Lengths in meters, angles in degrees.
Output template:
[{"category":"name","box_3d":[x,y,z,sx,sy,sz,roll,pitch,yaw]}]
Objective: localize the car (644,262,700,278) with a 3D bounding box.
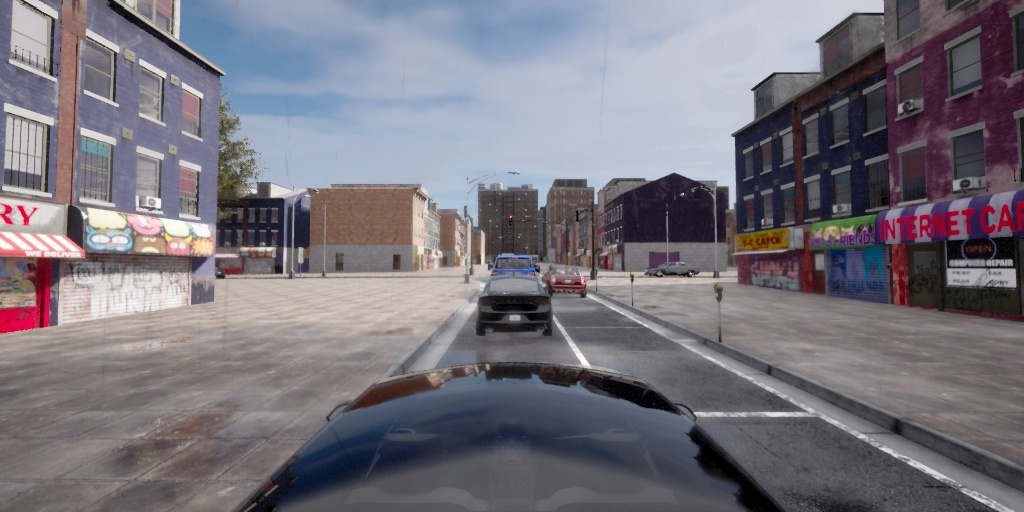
[{"category":"car","box_3d":[14.951,1.314,33.599,4.902,1.511,2.128,0,-2,0]}]

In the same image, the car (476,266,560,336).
[{"category":"car","box_3d":[0.036,1.235,10.505,1.882,1.535,5.008,0,0,-1]}]

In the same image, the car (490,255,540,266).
[{"category":"car","box_3d":[0.069,0.991,18.068,2.150,2.045,5.566,0,0,0]}]

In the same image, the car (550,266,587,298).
[{"category":"car","box_3d":[2.616,1.210,18.755,1.967,1.591,4.097,0,0,0]}]

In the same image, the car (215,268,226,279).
[{"category":"car","box_3d":[-29.592,1.586,33.830,4.181,1.385,1.994,-1,-2,0]}]
